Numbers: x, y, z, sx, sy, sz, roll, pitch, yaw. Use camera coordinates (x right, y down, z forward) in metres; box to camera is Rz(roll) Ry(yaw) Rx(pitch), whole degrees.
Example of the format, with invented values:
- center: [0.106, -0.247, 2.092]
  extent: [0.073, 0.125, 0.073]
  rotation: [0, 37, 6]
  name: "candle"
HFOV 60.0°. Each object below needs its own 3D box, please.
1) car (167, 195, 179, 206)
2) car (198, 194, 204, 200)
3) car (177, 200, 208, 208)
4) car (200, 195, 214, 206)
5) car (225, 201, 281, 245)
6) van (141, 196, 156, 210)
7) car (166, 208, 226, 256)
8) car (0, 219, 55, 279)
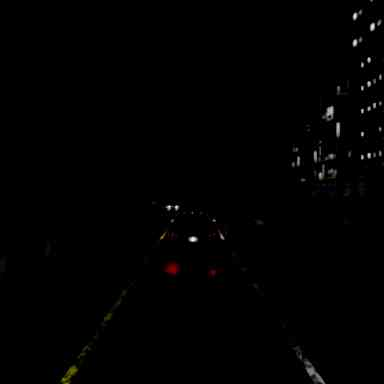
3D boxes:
- center: [-3.051, 1.581, 54.256]
  extent: [2.033, 1.411, 5.357]
  rotation: [0, 0, 0]
  name: "car"
- center: [2.715, 1.578, 66.412]
  extent: [1.752, 1.417, 4.829]
  rotation: [0, 0, 0]
  name: "car"
- center: [0.054, 1.607, 27.343]
  extent: [1.895, 1.301, 4.718]
  rotation: [0, 0, 1]
  name: "car"
- center: [2.710, 1.600, 54.976]
  extent: [1.947, 1.339, 4.313]
  rotation: [0, 0, 0]
  name: "car"
- center: [2.693, 1.315, 15.552]
  extent: [2.192, 1.841, 5.009]
  rotation: [0, 0, 0]
  name: "car"
- center: [-5.675, 1.362, 43.714]
  extent: [1.690, 1.788, 3.998]
  rotation: [0, 0, 0]
  name: "van"
- center: [0.055, 1.564, 13.212]
  extent: [1.994, 1.385, 4.181]
  rotation: [0, 0, 0]
  name: "car"
- center: [-5.688, 1.544, 9.923]
  extent: [1.887, 1.381, 4.507]
  rotation: [0, 0, 0]
  name: "car"
